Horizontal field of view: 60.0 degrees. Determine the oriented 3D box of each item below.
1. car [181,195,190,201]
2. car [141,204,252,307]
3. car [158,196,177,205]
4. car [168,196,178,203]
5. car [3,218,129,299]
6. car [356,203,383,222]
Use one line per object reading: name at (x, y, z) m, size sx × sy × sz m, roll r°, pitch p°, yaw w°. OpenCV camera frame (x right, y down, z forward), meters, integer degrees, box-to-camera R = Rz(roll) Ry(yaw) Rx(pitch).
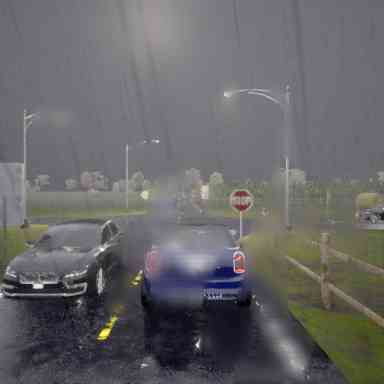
car at (-1.620, 1.453, 82.412) m, size 2.128 × 1.511 × 4.902 m, roll 0°, pitch 0°, yaw -2°
car at (0.072, 1.350, 8.128) m, size 2.097 × 1.767 × 4.553 m, roll 0°, pitch 0°, yaw 0°
car at (-3.289, 1.457, 42.577) m, size 1.882 × 1.535 × 5.008 m, roll 0°, pitch 0°, yaw -1°
car at (-3.866, 1.551, 67.647) m, size 1.895 × 1.301 × 4.718 m, roll 0°, pitch 0°, yaw -1°
car at (-2.876, 1.503, 8.622) m, size 1.837 × 1.490 × 4.892 m, roll 0°, pitch 0°, yaw 0°
car at (14.661, 1.487, 24.294) m, size 4.902 × 1.511 × 2.128 m, roll 0°, pitch 0°, yaw 9°
